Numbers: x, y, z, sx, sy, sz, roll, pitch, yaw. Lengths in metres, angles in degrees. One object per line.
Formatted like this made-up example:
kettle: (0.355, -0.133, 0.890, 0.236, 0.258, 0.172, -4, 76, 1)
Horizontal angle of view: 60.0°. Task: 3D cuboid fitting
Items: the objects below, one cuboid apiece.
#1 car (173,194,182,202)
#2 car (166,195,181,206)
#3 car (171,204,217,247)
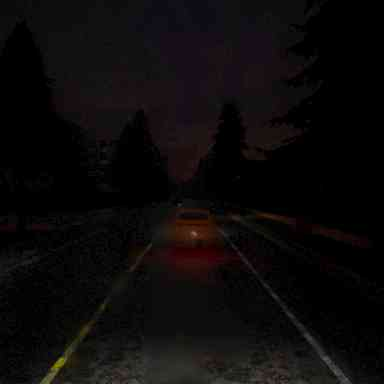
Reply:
car: (-3.502, 1.459, 75.108, 2.150, 2.045, 5.566, 0, 0, 0)
car: (-3.536, 1.731, 58.984, 2.033, 1.411, 5.357, 0, 0, 1)
car: (0.087, 1.526, 15.352, 1.882, 1.535, 5.008, 0, -1, 0)
